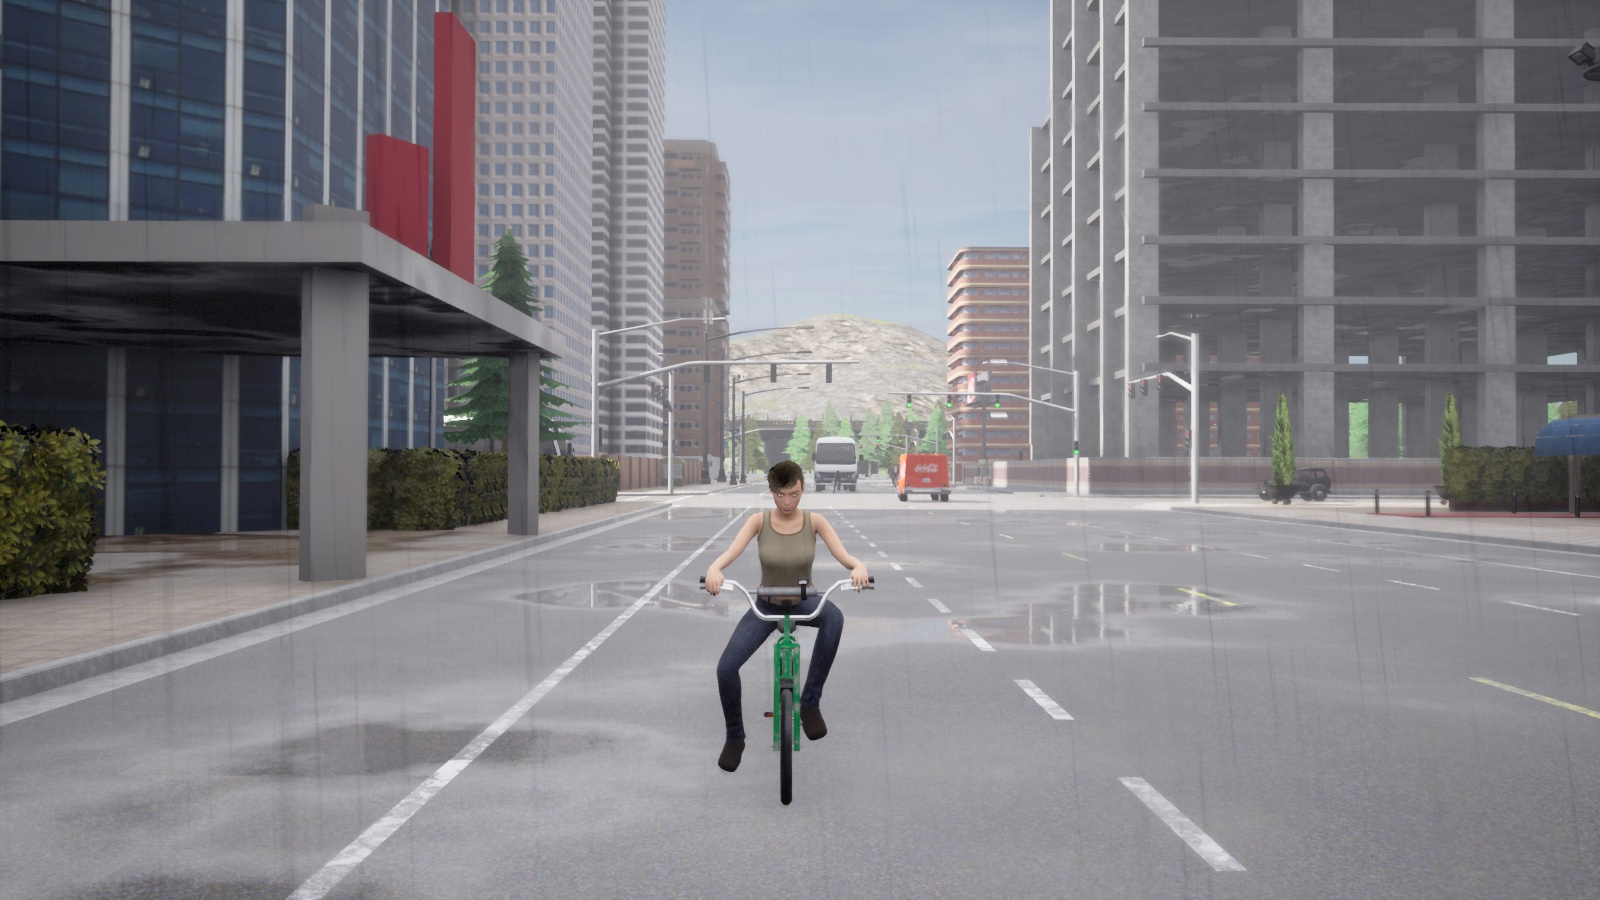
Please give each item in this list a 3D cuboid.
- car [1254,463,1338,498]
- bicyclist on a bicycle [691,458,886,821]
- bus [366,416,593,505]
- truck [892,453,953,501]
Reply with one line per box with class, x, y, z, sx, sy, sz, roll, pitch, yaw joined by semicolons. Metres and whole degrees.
car;27.429;1.666;69.556;3.866;1.878;1.905;0;-1;0
bicyclist on a bicycle;-0.061;0.858;6.372;0.866;1.612;1.509;0;-1;-1
bus;-15.772;0.549;62.540;10.273;4.253;3.944;0;-1;0
truck;6.391;1.414;66.347;2.627;2.467;5.204;0;-1;-1
